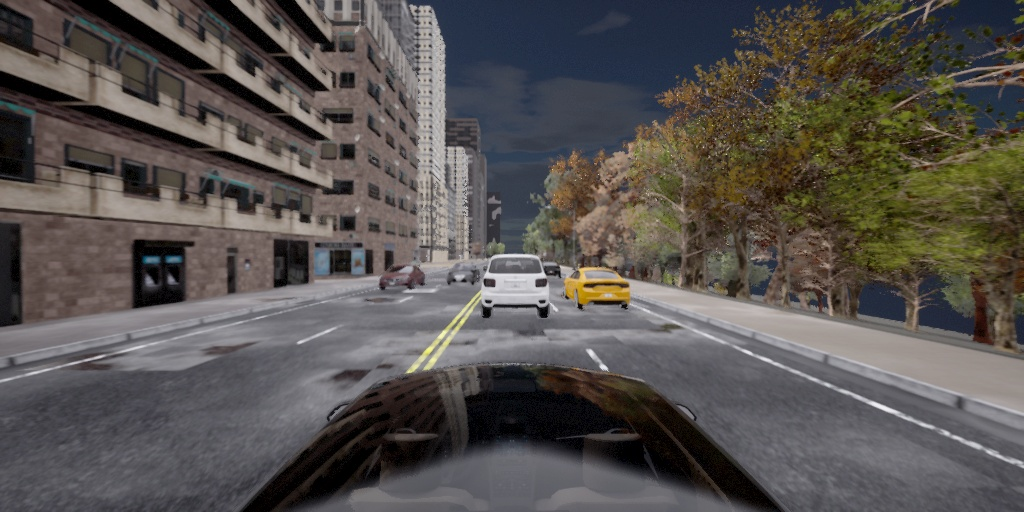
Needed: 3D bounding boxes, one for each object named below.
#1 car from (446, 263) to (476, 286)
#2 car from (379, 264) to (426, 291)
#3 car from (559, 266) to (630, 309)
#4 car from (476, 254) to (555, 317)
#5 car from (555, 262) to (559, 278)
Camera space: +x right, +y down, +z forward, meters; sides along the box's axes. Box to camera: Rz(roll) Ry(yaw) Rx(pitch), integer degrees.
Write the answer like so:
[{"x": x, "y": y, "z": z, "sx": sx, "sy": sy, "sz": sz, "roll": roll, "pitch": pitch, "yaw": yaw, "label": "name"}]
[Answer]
[{"x": -3.337, "y": 1.219, "z": 25.127, "sx": 2.128, "sy": 1.511, "sz": 4.902, "roll": 0, "pitch": 0, "yaw": 0, "label": "car"}, {"x": -6.593, "y": 1.255, "z": 22.052, "sx": 1.812, "sy": 1.442, "sz": 4.674, "roll": 0, "pitch": 0, "yaw": 0, "label": "car"}, {"x": 3.351, "y": 1.214, "z": 14.936, "sx": 1.882, "sy": 1.535, "sz": 5.008, "roll": 0, "pitch": 0, "yaw": 0, "label": "car"}, {"x": 0.101, "y": 0.960, "z": 13.273, "sx": 2.150, "sy": 2.045, "sz": 5.566, "roll": 0, "pitch": 0, "yaw": 0, "label": "car"}, {"x": 3.353, "y": 1.198, "z": 33.291, "sx": 1.882, "sy": 1.535, "sz": 5.008, "roll": 0, "pitch": 0, "yaw": 0, "label": "car"}]
